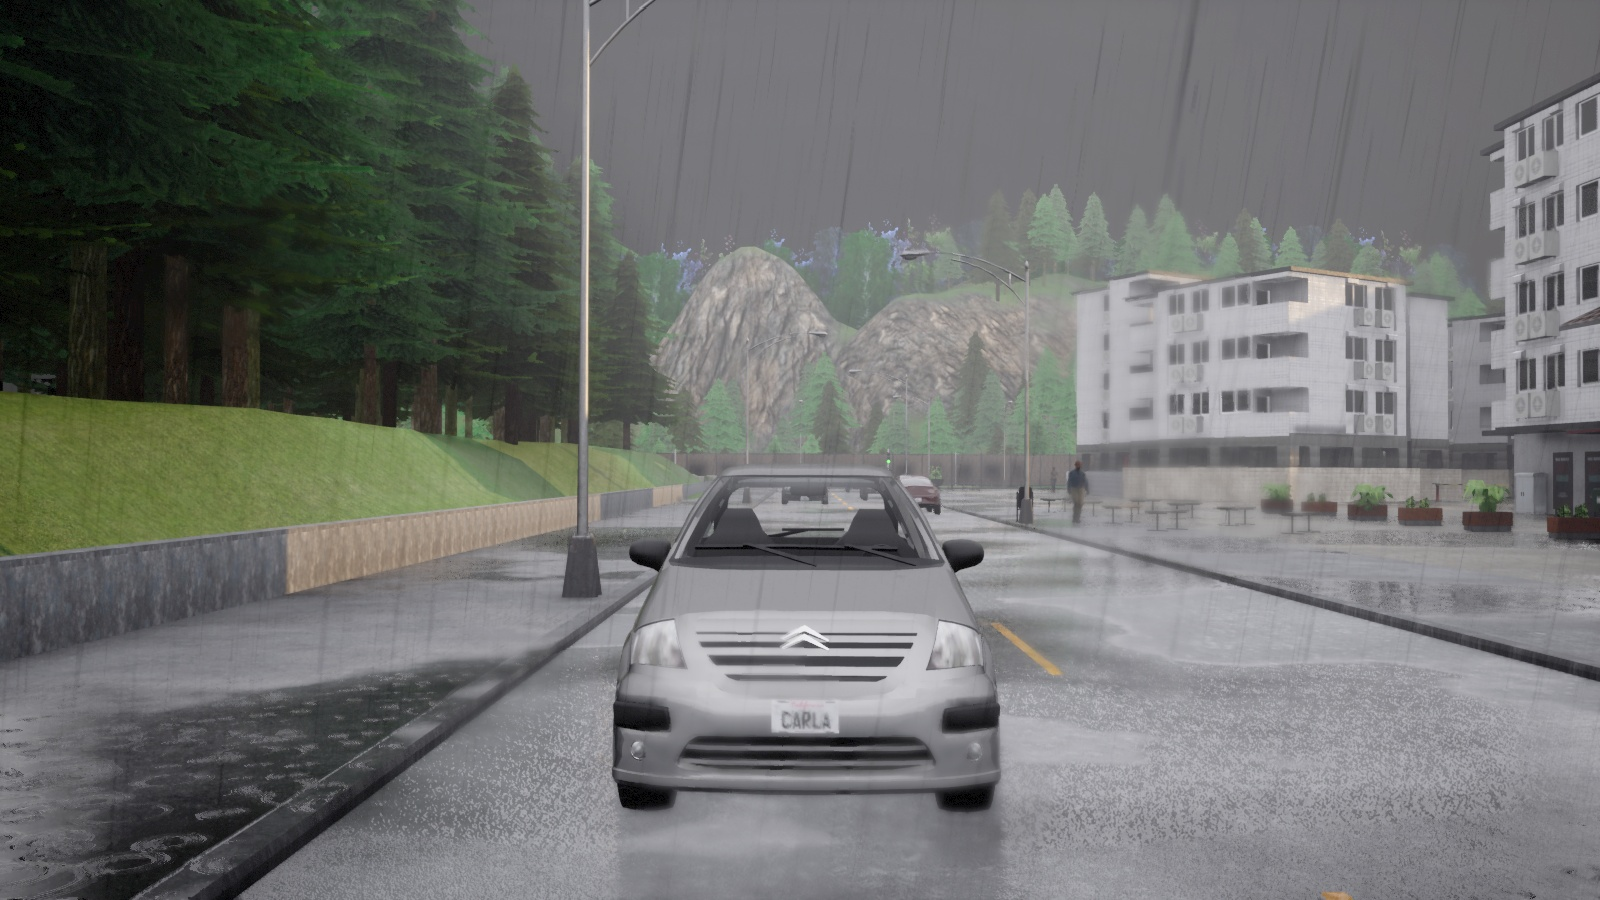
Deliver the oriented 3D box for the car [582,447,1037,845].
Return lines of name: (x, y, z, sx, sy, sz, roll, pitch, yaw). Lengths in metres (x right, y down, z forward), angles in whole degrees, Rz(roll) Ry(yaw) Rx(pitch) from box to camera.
car: (0.044, 0.832, 7.120, 1.851, 1.617, 3.988, 0, -1, 0)

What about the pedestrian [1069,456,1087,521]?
pedestrian: (7.962, 1.094, 35.919, 0.370, 1.835, 0.726, 0, -1, 3)

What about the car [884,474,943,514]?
car: (4.203, 1.613, 47.155, 1.812, 1.442, 4.674, 0, -1, 0)
